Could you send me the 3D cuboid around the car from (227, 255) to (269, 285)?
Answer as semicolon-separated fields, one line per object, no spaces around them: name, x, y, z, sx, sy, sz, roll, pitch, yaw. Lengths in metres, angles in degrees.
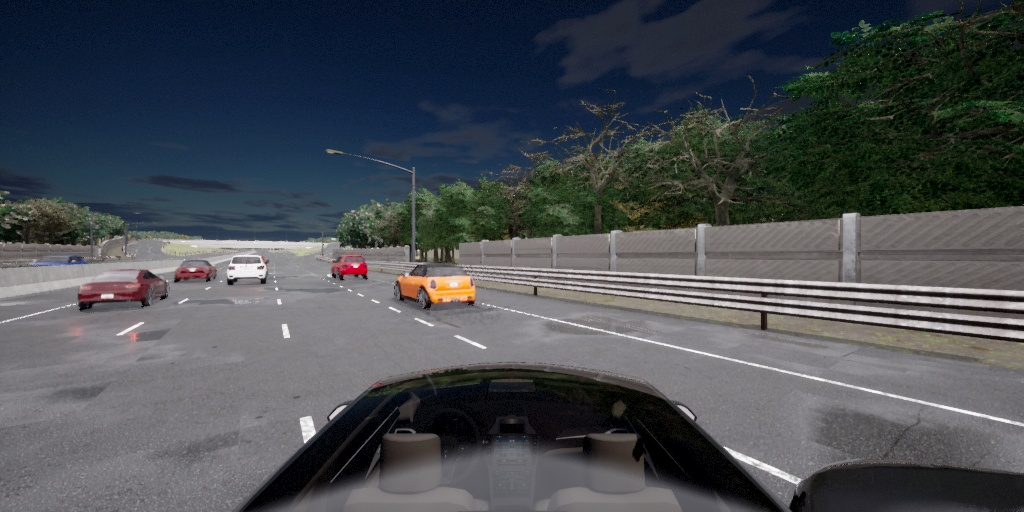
car;-19.289;0.956;26.244;2.150;2.045;5.566;0;0;-34

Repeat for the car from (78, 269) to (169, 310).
car;-15.730;1.269;14.696;1.812;1.442;4.674;0;0;-34

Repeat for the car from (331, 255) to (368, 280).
car;-14.208;0.956;31.243;2.150;2.045;5.566;0;0;-35

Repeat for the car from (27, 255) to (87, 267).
car;-40.042;0.939;31.711;2.150;2.045;5.566;0;0;-34

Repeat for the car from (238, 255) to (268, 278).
car;-25.291;0.946;35.199;2.150;2.045;5.566;0;0;-34

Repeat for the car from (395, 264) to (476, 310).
car;-3.374;1.100;15.169;2.097;1.767;4.553;0;0;-34

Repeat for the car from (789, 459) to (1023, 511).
car;2.984;1.315;0.521;4.181;1.385;1.994;0;0;34

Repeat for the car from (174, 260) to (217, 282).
car;-25.044;1.082;28.537;2.097;1.767;4.553;0;0;-34
